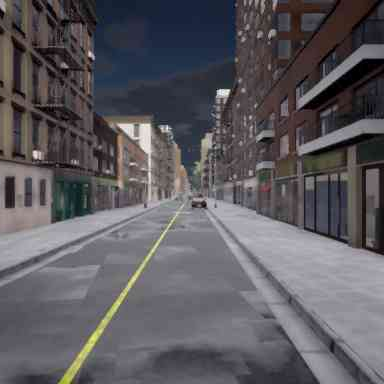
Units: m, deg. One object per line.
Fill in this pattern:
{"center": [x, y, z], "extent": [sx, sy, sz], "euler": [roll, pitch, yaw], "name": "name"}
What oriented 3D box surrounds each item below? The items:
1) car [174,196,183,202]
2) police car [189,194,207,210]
{"center": [-3.000, 1.543, 75.956], "extent": [1.994, 1.385, 4.181], "euler": [0, 0, 0], "name": "car"}
{"center": [0.900, 1.420, 42.620], "extent": [1.930, 1.638, 5.238], "euler": [0, 0, 0], "name": "police car"}
